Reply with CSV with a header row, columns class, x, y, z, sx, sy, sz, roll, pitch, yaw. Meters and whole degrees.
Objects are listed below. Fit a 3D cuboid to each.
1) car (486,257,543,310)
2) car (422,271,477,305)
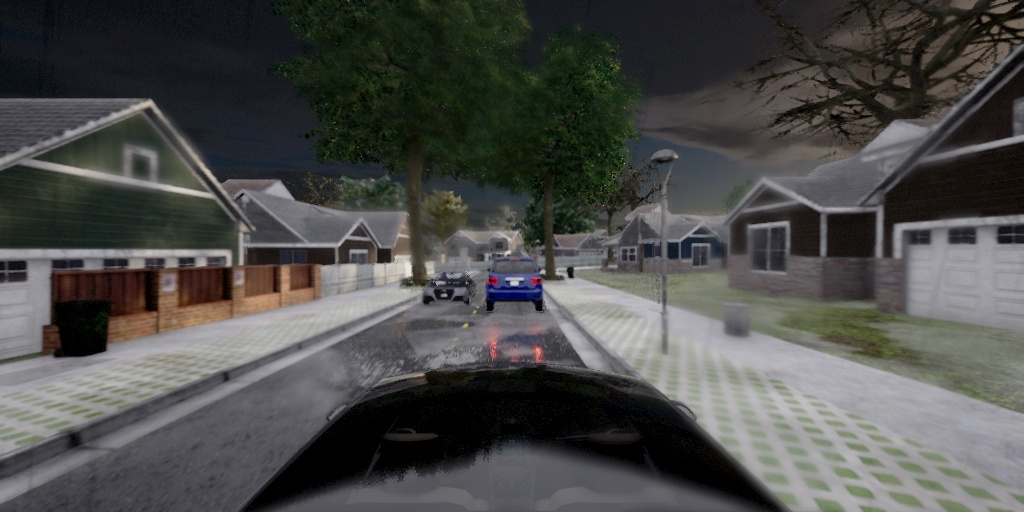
class,x,y,z,sx,sy,sz,roll,pitch,yaw
car,0.098,1.053,15.237,2.150,2.045,5.566,0,0,0
car,-2.750,1.402,16.449,1.994,1.385,4.181,0,0,0
